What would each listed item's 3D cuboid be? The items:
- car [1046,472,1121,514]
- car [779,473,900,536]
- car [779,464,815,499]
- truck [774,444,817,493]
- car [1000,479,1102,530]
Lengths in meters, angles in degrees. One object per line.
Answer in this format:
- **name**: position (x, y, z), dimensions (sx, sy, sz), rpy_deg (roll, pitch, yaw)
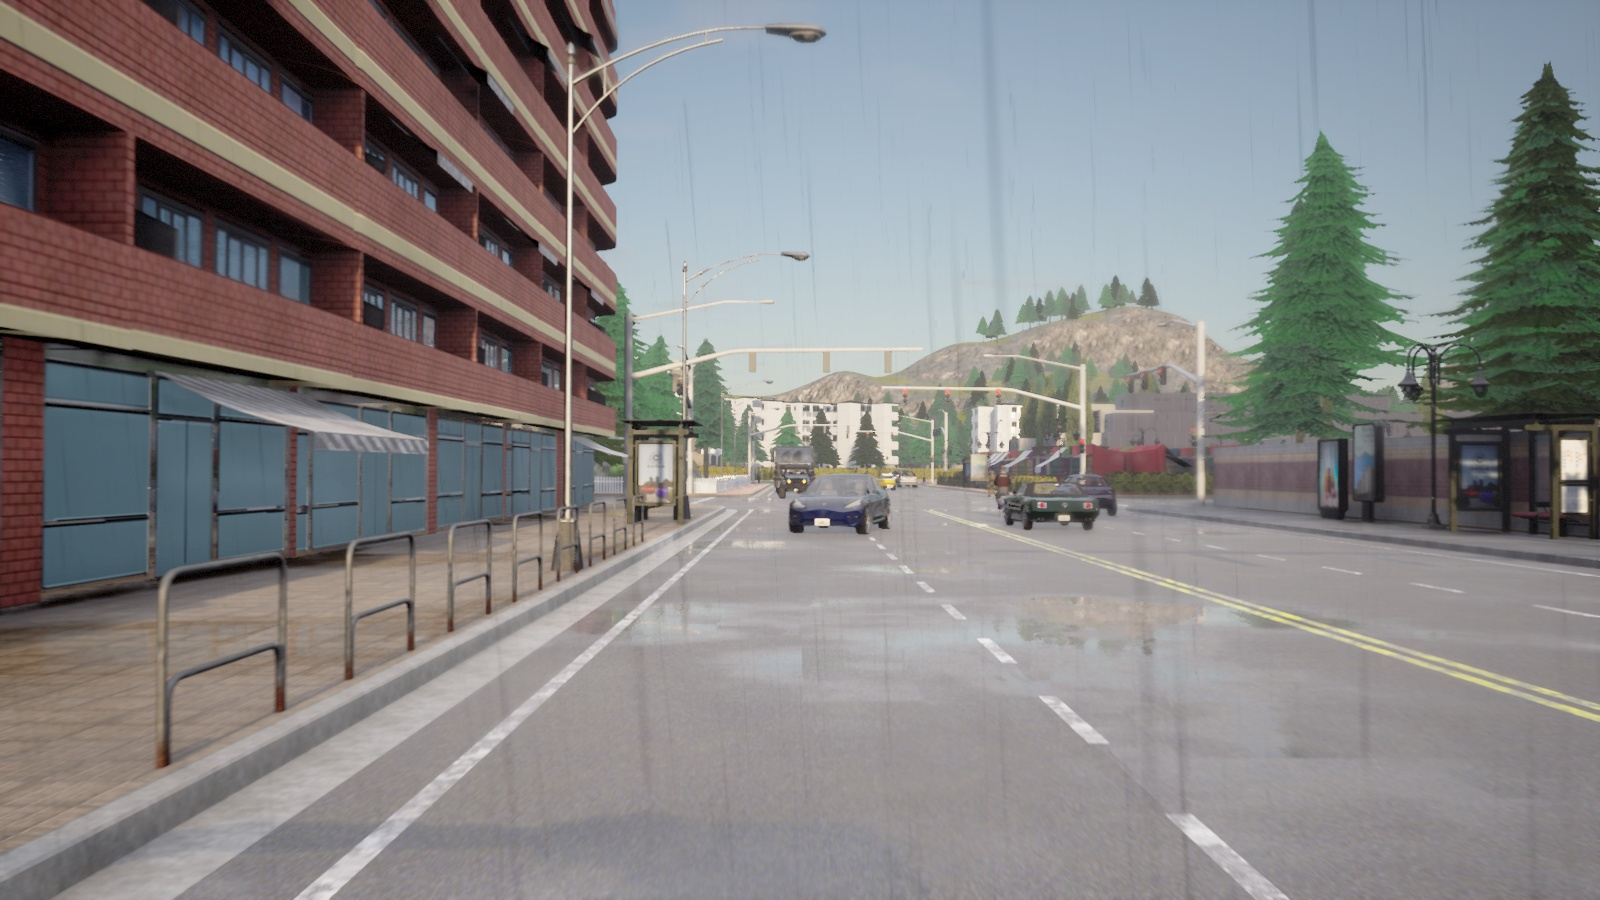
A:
- **car**: position (10.386, 1.554, 46.282), dimensions (1.816, 1.474, 4.193), rpy_deg (0, -1, 0)
- **car**: position (1.113, 1.349, 32.502), dimensions (2.163, 1.488, 4.792), rpy_deg (0, -1, 14)
- **car**: position (-0.173, 1.755, 69.868), dimensions (1.905, 1.878, 3.866), rpy_deg (0, -1, 0)
- **truck**: position (-0.257, 1.362, 92.149), dimensions (2.891, 3.462, 7.936), rpy_deg (0, -1, 2)
- **car**: position (6.913, 1.469, 35.066), dimensions (1.895, 1.301, 4.718), rpy_deg (0, -1, 0)
